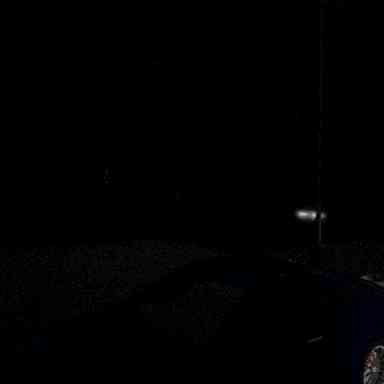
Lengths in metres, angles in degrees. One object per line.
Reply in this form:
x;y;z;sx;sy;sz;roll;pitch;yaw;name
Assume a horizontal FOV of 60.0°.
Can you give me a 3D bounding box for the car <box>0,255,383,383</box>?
0.426;1.512;3.625;4.674;1.442;1.812;1;0;-33;car
